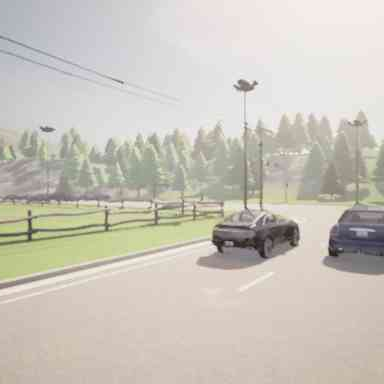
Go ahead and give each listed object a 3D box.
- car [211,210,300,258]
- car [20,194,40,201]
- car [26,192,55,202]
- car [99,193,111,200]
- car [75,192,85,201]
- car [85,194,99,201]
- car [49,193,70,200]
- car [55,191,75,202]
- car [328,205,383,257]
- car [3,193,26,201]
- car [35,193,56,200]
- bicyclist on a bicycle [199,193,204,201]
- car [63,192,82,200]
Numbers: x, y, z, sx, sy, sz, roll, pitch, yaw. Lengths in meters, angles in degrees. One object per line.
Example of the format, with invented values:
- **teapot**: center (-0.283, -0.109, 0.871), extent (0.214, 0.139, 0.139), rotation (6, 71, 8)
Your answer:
- **car**: center (2.568, 1.417, 12.520), extent (2.128, 1.511, 4.902), rotation (0, 0, 35)
- **car**: center (-34.475, 1.067, 70.605), extent (4.674, 1.442, 1.812), rotation (0, 0, 35)
- **car**: center (-28.215, 0.997, 61.877), extent (4.553, 1.767, 2.097), rotation (0, 0, 35)
- **car**: center (-20.022, 1.077, 73.230), extent (4.892, 1.490, 1.837), rotation (0, 0, 35)
- **car**: center (-24.428, 1.162, 67.773), extent (4.181, 1.385, 1.994), rotation (0, 0, 35)
- **car**: center (-22.379, 1.145, 70.611), extent (4.181, 1.385, 1.994), rotation (0, 0, 35)
- **car**: center (-30.425, 1.029, 76.315), extent (4.902, 1.511, 2.128), rotation (0, 0, 35)
- **car**: center (-25.721, 0.854, 64.398), extent (5.566, 2.045, 2.150), rotation (0, 0, 35)
- **car**: center (6.419, 1.282, 11.908), extent (2.097, 1.767, 4.553), rotation (0, 1, 35)
- **car**: center (-36.499, 1.060, 67.749), extent (4.892, 1.490, 1.837), rotation (0, 0, 35)
- **car**: center (-32.450, 1.001, 73.459), extent (5.008, 1.535, 1.882), rotation (0, 0, 35)
- **bicyclist on a bicycle**: center (1.876, 0.937, 62.689), extent (0.582, 1.620, 1.656), rotation (0, 1, 35)
- **car**: center (-28.377, 0.842, 79.152), extent (4.553, 1.767, 2.097), rotation (0, 0, 35)
